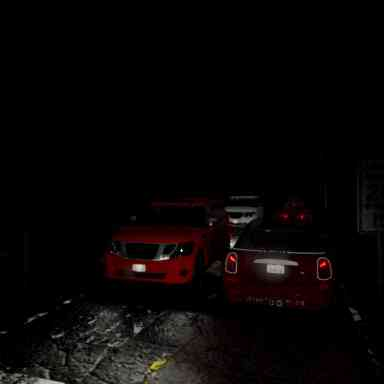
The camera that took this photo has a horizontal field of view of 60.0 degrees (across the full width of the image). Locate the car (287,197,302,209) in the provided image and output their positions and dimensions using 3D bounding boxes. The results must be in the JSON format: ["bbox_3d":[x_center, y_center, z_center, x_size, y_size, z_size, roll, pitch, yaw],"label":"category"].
[{"bbox_3d":[14.241,1.508,46.212,1.882,1.535,5.008,0,0,18],"label":"car"}]

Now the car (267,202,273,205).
[{"bbox_3d":[7.143,1.622,33.146,1.895,1.301,4.718,0,0,18],"label":"car"}]

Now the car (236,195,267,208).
[{"bbox_3d":[3.145,1.235,20.564,2.150,2.045,5.566,0,0,17],"label":"car"}]

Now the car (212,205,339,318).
[{"bbox_3d":[2.090,1.357,7.788,2.097,1.767,4.553,0,0,18],"label":"car"}]

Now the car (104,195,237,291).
[{"bbox_3d":[-0.299,1.227,9.567,2.150,2.045,5.566,0,0,17],"label":"car"}]

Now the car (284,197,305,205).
[{"bbox_3d":[11.239,1.377,36.567,2.097,1.767,4.553,0,0,18],"label":"car"}]
